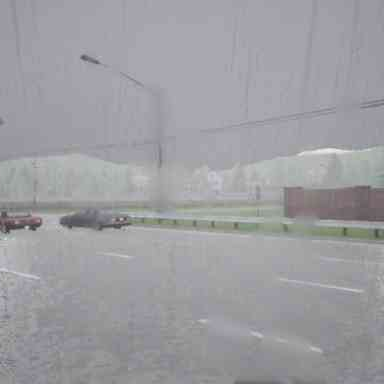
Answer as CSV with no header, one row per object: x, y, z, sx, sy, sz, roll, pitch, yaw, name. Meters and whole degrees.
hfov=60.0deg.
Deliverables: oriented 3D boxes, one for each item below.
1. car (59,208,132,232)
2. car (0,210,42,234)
-6.268,1.711,21.356,5.357,1.411,2.033,-1,0,35,car
-11.464,1.800,20.761,4.718,1.301,1.895,-1,0,35,car
